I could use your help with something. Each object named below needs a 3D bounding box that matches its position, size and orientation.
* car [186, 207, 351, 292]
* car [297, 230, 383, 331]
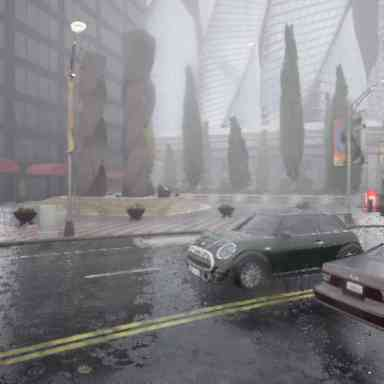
[{"bbox_3d":[2.153,1.271,8.679,4.553,1.767,2.097,0,1,-23],"label":"car"},{"bbox_3d":[4.805,1.510,6.036,5.357,1.411,2.033,0,1,-22],"label":"car"}]
